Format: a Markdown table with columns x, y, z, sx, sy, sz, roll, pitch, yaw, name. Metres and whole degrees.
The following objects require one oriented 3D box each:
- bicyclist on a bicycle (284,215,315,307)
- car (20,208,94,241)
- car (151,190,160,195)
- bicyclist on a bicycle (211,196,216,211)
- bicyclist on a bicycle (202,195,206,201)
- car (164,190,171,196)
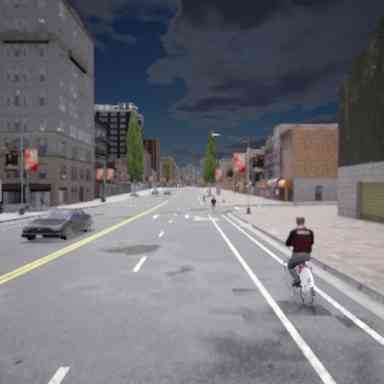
| x | y | z | sx | sy | sz | roll | pitch | yaw | name |
| --- | --- | --- | --- | --- | --- | --- | --- | --- | --- |
| 2.251 | 1.372 | 7.106 | 0.659 | 1.776 | 1.843 | 0 | 0 | 0 | bicyclist on a bicycle |
| -6.588 | 1.535 | 17.012 | 2.033 | 1.411 | 5.357 | 0 | 0 | 0 | car |
| -9.732 | 0.138 | 88.613 | 1.837 | 1.490 | 4.892 | 0 | 1 | 0 | car |
| 2.258 | 1.302 | 34.956 | 0.659 | 1.776 | 1.843 | 0 | 0 | 0 | bicyclist on a bicycle |
| 2.282 | 1.061 | 62.633 | 0.866 | 1.612 | 1.509 | 0 | 1 | 0 | bicyclist on a bicycle |
| -6.482 | 0.177 | 88.613 | 2.033 | 1.411 | 5.357 | 0 | 1 | 0 | car |
